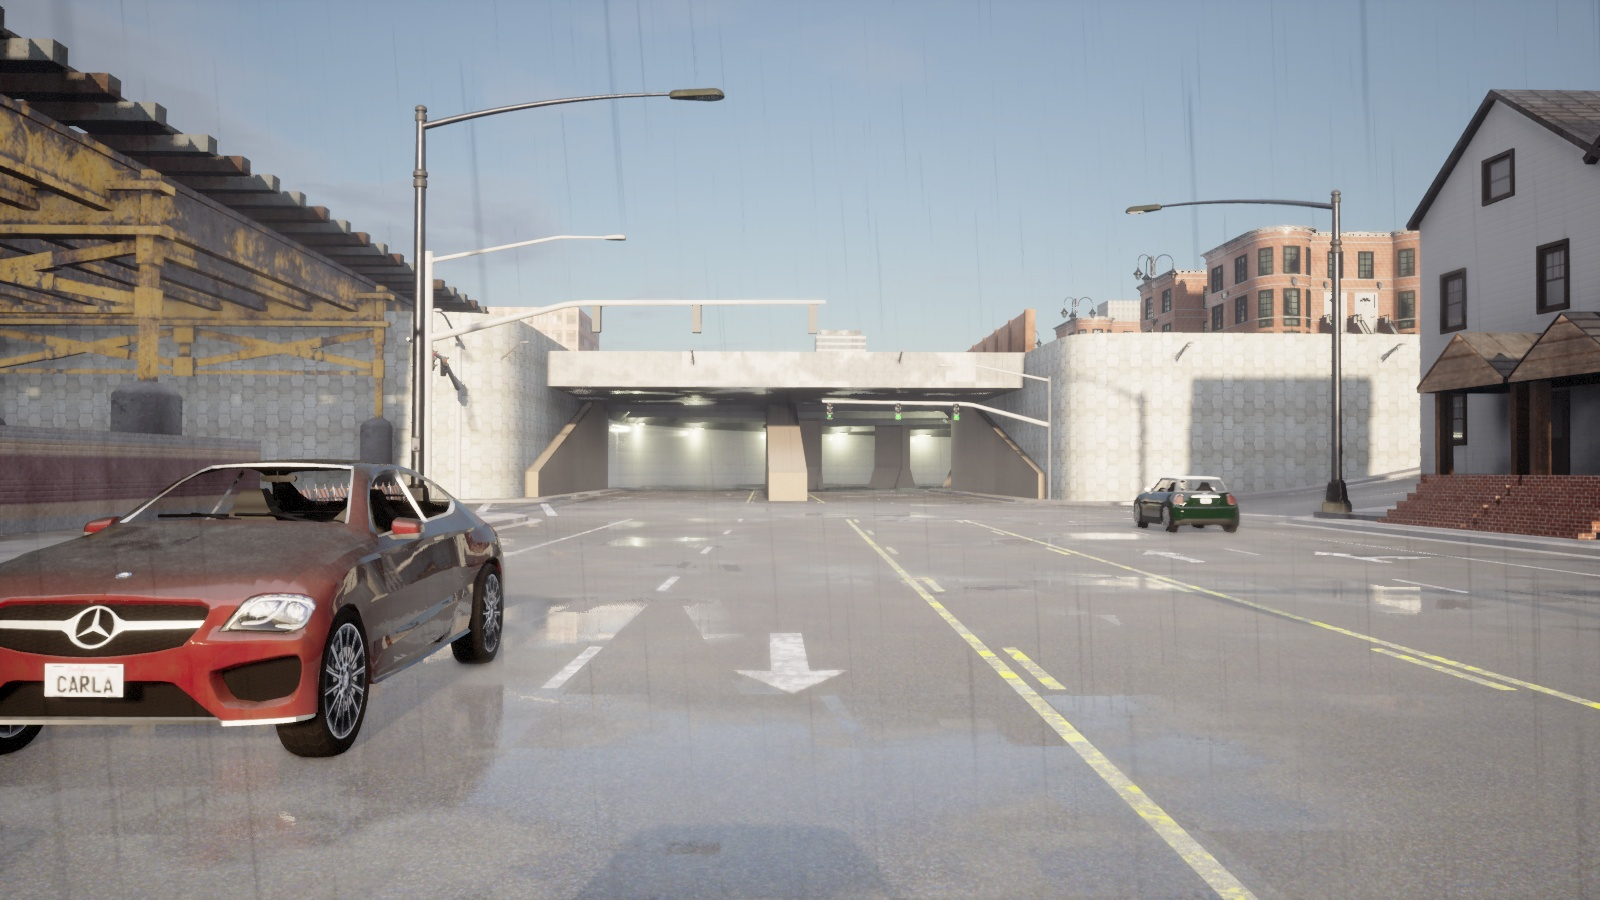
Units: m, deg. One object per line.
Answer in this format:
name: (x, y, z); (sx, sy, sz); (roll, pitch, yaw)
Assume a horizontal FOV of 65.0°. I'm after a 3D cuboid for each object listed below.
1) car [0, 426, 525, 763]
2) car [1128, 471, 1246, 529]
car: (-3.521, 0.753, 8.692); (2.152, 1.651, 5.027); (0, -1, 0)
car: (10.439, 1.311, 34.198); (1.970, 1.475, 3.806); (0, -1, -1)
